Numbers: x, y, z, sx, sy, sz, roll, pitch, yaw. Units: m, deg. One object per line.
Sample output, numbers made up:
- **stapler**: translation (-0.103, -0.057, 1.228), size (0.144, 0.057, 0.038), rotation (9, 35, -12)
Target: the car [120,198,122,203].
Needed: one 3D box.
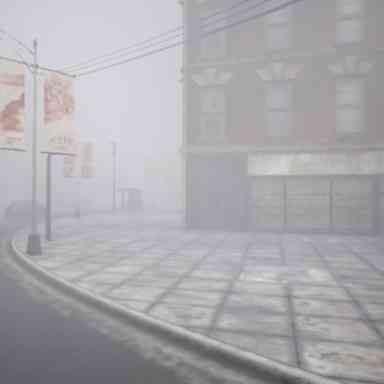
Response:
- **car**: translation (-16.070, 1.692, 83.350), size (2.435, 2.045, 5.566), rotation (0, 0, 14)

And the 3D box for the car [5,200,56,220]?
- **car**: translation (-14.718, 1.491, 30.169), size (2.097, 1.767, 4.553), rotation (0, 0, 4)

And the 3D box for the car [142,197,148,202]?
- **car**: translation (-14.320, 2.109, 90.534), size (1.895, 1.301, 4.718), rotation (0, 0, 14)

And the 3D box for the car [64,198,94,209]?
- **car**: translation (-17.234, 1.743, 51.987), size (1.882, 1.535, 5.008), rotation (0, 0, 14)

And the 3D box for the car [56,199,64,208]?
- **car**: translation (-20.725, 1.820, 52.432), size (1.994, 1.385, 4.181), rotation (0, 0, 14)
